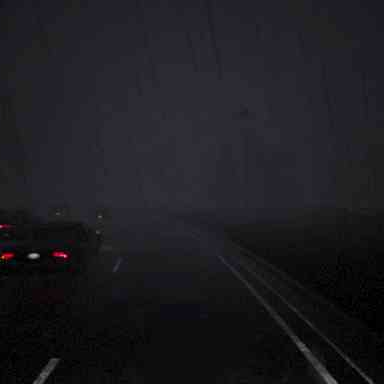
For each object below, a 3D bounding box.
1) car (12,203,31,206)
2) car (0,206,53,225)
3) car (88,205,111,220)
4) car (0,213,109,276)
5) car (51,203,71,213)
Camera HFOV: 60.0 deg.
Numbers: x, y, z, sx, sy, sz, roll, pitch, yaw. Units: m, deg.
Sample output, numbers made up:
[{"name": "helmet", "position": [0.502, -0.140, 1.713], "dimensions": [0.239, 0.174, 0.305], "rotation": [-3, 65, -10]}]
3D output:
[{"name": "car", "position": [-16.840, 1.782, 32.905], "dimensions": [1.882, 1.535, 5.008], "rotation": [0, 0, -21]}, {"name": "car", "position": [-8.527, 1.642, 15.945], "dimensions": [2.128, 1.511, 4.902], "rotation": [0, 0, -9]}, {"name": "car", "position": [-8.602, 1.862, 30.752], "dimensions": [1.895, 1.301, 4.718], "rotation": [0, 0, -18]}, {"name": "car", "position": [-4.176, 1.643, 10.672], "dimensions": [2.033, 1.411, 5.357], "rotation": [0, 0, -7]}, {"name": "car", "position": [-12.857, 1.778, 32.259], "dimensions": [2.128, 1.511, 4.902], "rotation": [0, -1, -19]}]
